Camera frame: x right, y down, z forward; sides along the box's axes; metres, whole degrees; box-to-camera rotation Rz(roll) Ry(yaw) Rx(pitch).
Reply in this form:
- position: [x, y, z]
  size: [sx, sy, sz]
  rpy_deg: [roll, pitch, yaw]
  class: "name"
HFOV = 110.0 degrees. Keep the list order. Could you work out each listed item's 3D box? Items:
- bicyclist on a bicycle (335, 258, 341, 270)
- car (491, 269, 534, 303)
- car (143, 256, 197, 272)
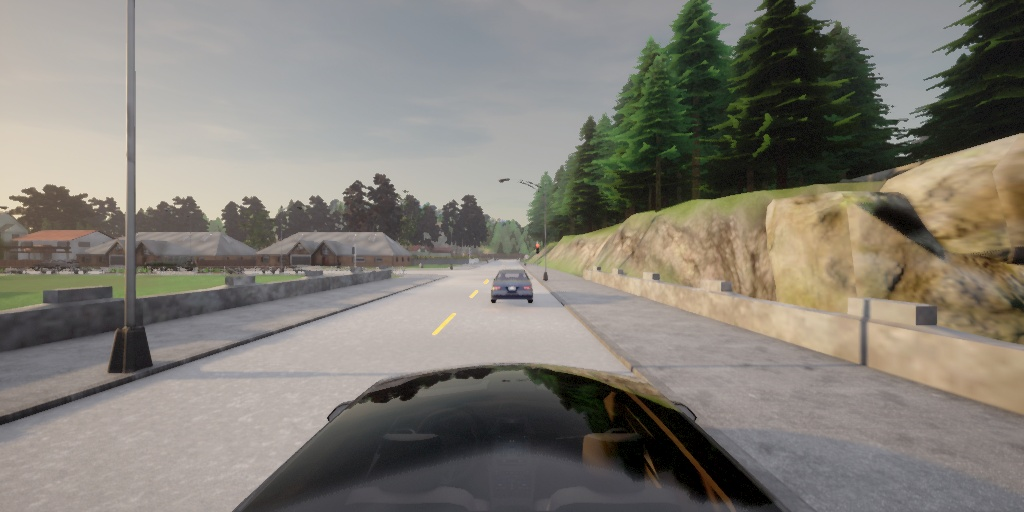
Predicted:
- position: [-24.181, 1.097, 49.924]
  size: [0.582, 1.620, 1.656]
  rpy_deg: [0, 0, 0]
  class: "bicyclist on a bicycle"
- position: [0.000, 1.312, 16.500]
  size: [2.033, 1.411, 5.357]
  rpy_deg: [0, 0, 0]
  class: "car"
- position: [-43.411, 1.006, 45.623]
  size: [5.566, 2.045, 2.150]
  rpy_deg: [0, 0, 0]
  class: "car"
